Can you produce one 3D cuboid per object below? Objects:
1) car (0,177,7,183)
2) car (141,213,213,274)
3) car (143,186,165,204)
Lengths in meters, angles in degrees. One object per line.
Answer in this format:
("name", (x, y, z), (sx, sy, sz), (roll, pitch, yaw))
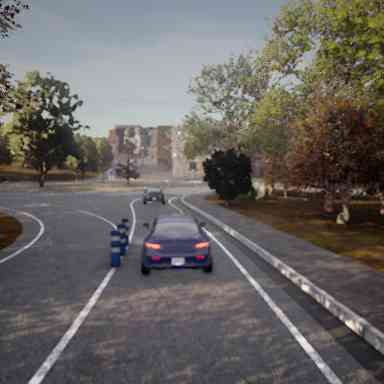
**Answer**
("car", (-37.678, -2.342, 62.658), (1.895, 1.301, 4.718), (2, 4, 25))
("car", (-0.502, 1.354, 9.936), (1.812, 1.442, 4.674), (0, 2, -5))
("car", (-3.387, 0.215, 29.942), (1.812, 1.442, 4.674), (-1, 4, -6))
